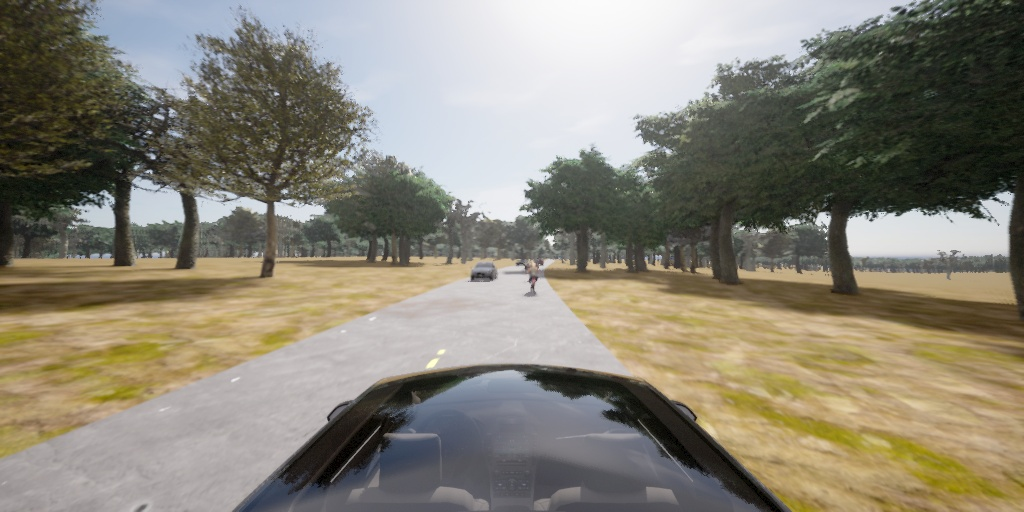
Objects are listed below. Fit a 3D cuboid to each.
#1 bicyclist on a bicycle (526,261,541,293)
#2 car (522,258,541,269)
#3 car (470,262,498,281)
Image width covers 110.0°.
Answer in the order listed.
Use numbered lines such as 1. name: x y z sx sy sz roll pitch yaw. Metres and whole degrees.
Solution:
1. bicyclist on a bicycle: 1.178 1.170 19.454 0.866 1.612 1.509 0 0 2
2. car: 2.970 1.356 54.448 1.895 1.301 4.718 0 0 7
3. car: -2.241 1.227 29.592 1.837 1.490 4.892 0 0 3
